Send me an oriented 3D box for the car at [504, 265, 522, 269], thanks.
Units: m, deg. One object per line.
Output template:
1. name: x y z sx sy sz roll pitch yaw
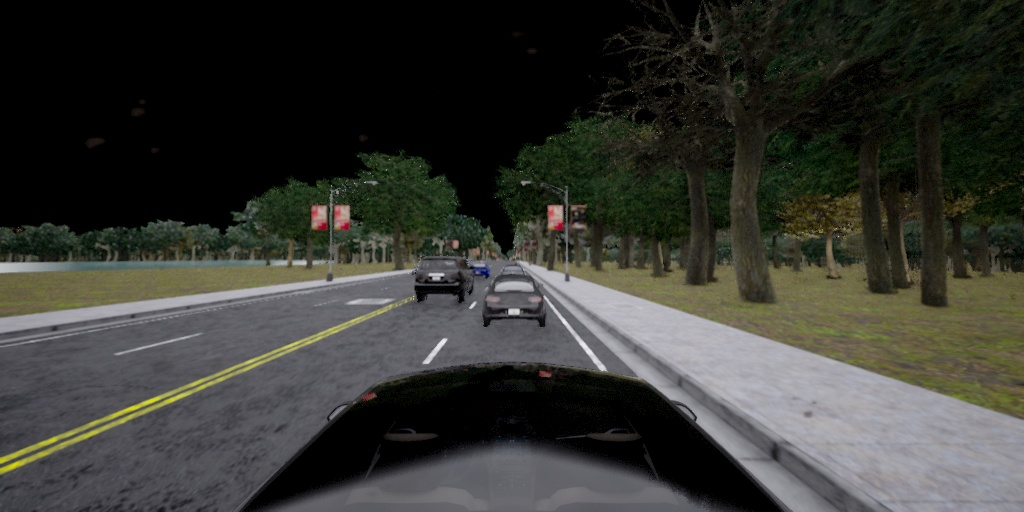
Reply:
1. car: 0.079 1.412 28.393 2.033 1.411 5.357 0 0 0

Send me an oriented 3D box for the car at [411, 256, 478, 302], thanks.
1. car: -3.158 1.040 17.640 2.150 2.045 5.566 0 0 0

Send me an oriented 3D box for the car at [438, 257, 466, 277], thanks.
1. car: -6.601 1.137 39.990 2.150 2.045 5.566 0 0 0

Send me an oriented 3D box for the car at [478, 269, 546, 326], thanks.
1. car: 0.073 1.319 11.783 1.812 1.442 4.674 0 0 0

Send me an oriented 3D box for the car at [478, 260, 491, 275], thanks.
1. car: -3.160 1.373 35.460 1.882 1.535 5.008 0 0 0
